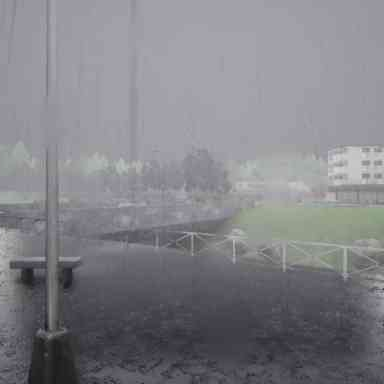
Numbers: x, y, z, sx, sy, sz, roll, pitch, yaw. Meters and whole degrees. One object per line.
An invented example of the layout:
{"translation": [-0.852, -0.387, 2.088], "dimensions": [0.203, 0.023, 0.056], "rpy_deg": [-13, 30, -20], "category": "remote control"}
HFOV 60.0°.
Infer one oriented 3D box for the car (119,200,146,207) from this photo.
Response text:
{"translation": [-6.970, 1.601, 40.528], "dimensions": [1.895, 1.301, 4.718], "rpy_deg": [0, 0, 36], "category": "car"}
